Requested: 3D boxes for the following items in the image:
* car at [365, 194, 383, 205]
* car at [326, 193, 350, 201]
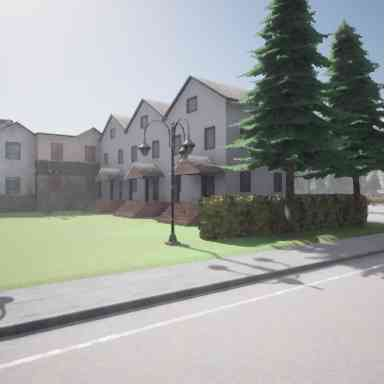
[{"bbox_3d":[28.199,1.095,49.978,1.932,1.855,4.605,0,0,-36],"label":"car"},{"bbox_3d":[33.051,1.095,75.435,1.932,1.855,4.605,0,0,-36],"label":"car"}]
